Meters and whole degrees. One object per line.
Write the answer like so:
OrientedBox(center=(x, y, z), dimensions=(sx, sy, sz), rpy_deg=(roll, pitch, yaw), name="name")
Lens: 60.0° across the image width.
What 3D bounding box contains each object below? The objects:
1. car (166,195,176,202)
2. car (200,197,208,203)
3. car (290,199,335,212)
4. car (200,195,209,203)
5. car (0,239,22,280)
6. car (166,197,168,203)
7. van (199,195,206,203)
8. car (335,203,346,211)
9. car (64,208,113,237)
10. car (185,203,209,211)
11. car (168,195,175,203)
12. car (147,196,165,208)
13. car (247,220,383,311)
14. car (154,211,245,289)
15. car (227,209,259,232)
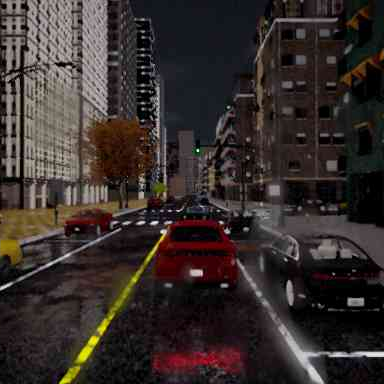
OrientedBox(center=(-5.658, 1.744, 89.762), dimensions=(2.192, 1.841, 5.009), rpy_deg=(0, 0, 0), name="car")
OrientedBox(center=(2.719, 1.893, 78.883), dimensions=(1.752, 1.417, 4.829), rpy_deg=(0, 0, 0), name="car")
OrientedBox(center=(13.440, 1.502, 38.113), dimensions=(4.403, 1.369, 2.008), rpy_deg=(-1, 1, -1), name="car")
OrientedBox(center=(2.717, 1.902, 73.190), dimensions=(1.947, 1.339, 4.313), rpy_deg=(0, 0, 0), name="car")
OrientedBox(center=(-5.688, 1.554, 7.479), dimensions=(1.752, 1.417, 4.829), rpy_deg=(0, 0, 0), name="car")
OrientedBox(center=(-5.670, 1.818, 56.625), dimensions=(1.947, 1.339, 4.313), rpy_deg=(0, 0, 0), name="car")
OrientedBox(center=(2.721, 1.738, 84.237), dimensions=(1.690, 1.788, 3.998), rpy_deg=(0, 0, 0), name="van")
OrientedBox(center=(18.837, 1.402, 38.166), dimensions=(4.829, 1.417, 1.752), rpy_deg=(-1, 1, -1), name="car")
OrientedBox(center=(-5.684, 1.619, 18.714), dimensions=(1.887, 1.381, 4.507), rpy_deg=(0, 0, 0), name="car")
OrientedBox(center=(0.388, 1.698, 23.941), dimensions=(1.895, 1.301, 4.718), rpy_deg=(0, 0, 5), name="car")
OrientedBox(center=(-5.660, 1.963, 84.239), dimensions=(1.947, 1.339, 4.313), rpy_deg=(0, 0, 0), name="car")
OrientedBox(center=(-5.673, 1.539, 51.103), dimensions=(2.192, 1.841, 5.009), rpy_deg=(0, 0, 0), name="car")
OrientedBox(center=(2.692, 1.580, 7.645), dimensions=(2.008, 1.369, 4.403), rpy_deg=(0, 0, 0), name="car")
OrientedBox(center=(0.096, 1.514, 9.305), dimensions=(1.882, 1.535, 5.008), rpy_deg=(0, 0, 0), name="car")
OrientedBox(center=(2.696, 1.625, 18.711), dimensions=(2.008, 1.369, 4.403), rpy_deg=(0, 0, 0), name="car")
